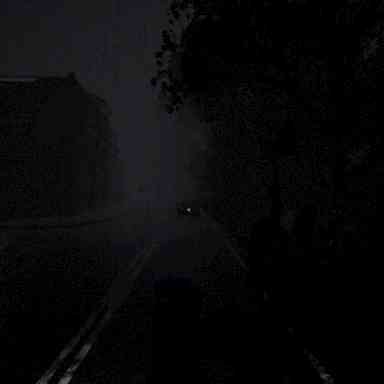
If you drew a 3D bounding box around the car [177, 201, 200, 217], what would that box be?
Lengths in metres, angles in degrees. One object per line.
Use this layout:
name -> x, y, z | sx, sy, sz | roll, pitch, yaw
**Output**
car -> -0.315, 1.467, 29.963 | 1.994, 1.385, 4.181 | 0, 0, -1
